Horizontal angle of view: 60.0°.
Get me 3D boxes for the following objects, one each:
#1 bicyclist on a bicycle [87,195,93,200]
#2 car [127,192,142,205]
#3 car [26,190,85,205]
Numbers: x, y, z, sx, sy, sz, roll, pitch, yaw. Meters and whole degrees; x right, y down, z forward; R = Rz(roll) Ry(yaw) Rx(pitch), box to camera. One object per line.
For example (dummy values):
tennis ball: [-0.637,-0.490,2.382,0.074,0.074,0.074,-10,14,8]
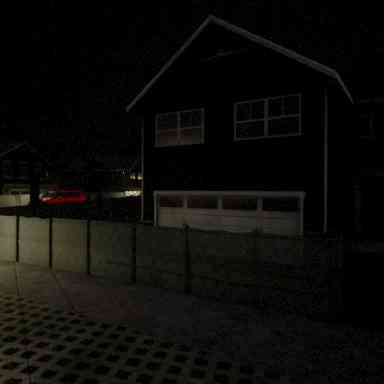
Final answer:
bicyclist on a bicycle: [-7.784,1.047,25.400,1.656,1.620,0.582,0,1,27]
car: [-5.667,1.074,36.736,2.128,1.511,4.902,0,1,24]
car: [-12.092,0.899,30.003,2.150,2.045,5.566,0,1,26]
